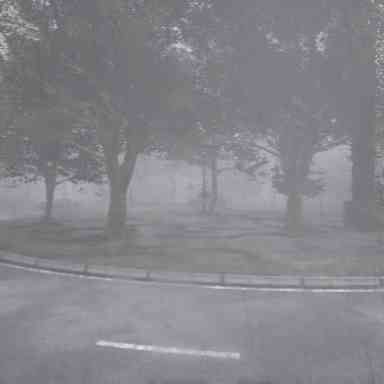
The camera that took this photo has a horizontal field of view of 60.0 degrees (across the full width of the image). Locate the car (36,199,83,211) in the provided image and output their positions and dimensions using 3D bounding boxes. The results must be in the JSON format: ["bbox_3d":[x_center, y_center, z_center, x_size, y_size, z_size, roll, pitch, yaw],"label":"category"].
[{"bbox_3d":[-16.106,1.504,40.430,5.357,1.411,2.033,0,0,-21],"label":"car"}]

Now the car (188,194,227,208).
[{"bbox_3d":[2.238,1.267,47.706,5.566,2.045,2.150,0,-1,0],"label":"car"}]
